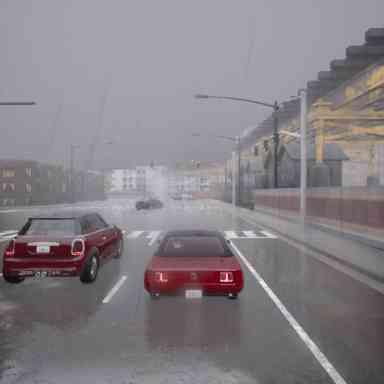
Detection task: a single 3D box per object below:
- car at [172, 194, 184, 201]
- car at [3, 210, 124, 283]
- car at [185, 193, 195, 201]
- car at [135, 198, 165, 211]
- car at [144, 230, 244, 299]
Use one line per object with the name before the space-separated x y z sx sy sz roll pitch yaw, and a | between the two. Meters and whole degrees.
car | -3.695 1.593 86.133 1.895 1.301 4.718 0 0 -3
car | -3.449 1.352 9.857 2.097 1.767 4.553 0 0 0
car | -0.210 1.591 87.262 1.895 1.301 4.718 0 0 -3
car | -5.102 1.505 40.816 1.837 1.490 4.892 1 1 24
car | 0.047 1.601 8.387 1.895 1.301 4.718 0 0 0
